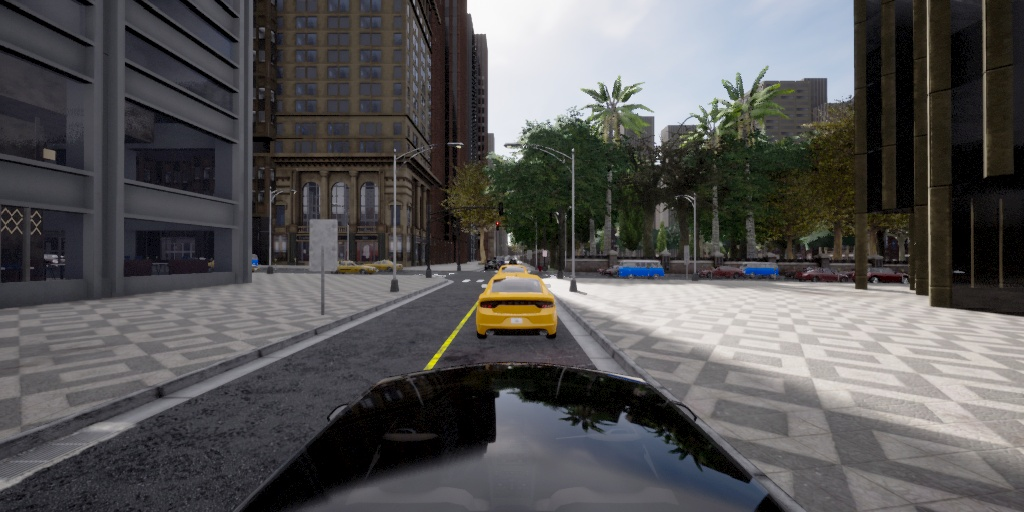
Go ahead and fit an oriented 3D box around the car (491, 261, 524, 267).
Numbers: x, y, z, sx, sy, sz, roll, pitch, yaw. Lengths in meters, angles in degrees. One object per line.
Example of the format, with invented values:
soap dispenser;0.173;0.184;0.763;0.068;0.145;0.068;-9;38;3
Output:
car;0.049;1.234;20.197;1.882;1.535;5.008;0;0;0

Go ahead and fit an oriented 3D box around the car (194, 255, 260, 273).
car;-26.304;0.866;33.433;4.829;1.417;1.751;0;0;0

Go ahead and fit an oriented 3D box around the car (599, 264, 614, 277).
car;12.655;1.565;39.041;5.357;1.411;2.033;1;0;0

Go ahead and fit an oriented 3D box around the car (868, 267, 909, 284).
car;34.047;1.778;33.036;4.097;1.591;1.967;0;0;0

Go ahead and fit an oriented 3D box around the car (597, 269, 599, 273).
car;11.998;1.604;41.707;4.207;1.307;1.802;0;0;0

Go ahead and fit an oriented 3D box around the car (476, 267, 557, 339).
car;0.115;1.229;10.136;1.882;1.535;5.008;0;0;0

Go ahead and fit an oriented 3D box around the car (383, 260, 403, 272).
car;-15.258;1.100;41.885;4.829;1.417;1.751;0;0;0

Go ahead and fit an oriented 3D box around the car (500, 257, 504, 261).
car;-2.902;1.360;62.774;1.812;1.442;4.674;0;0;0

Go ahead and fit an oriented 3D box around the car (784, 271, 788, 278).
car;33.059;1.902;38.899;5.357;1.411;2.033;1;0;1

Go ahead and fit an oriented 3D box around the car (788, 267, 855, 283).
car;28.523;1.829;33.072;4.207;1.307;1.802;0;0;0

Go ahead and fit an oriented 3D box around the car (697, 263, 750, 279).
car;22.615;1.708;38.976;4.674;1.442;1.812;1;0;0

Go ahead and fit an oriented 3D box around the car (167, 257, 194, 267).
car;-37.767;0.772;42.033;4.313;1.339;1.948;0;0;0

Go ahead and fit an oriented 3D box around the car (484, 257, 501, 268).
car;-2.958;1.310;51.741;1.837;1.490;4.892;0;-1;0

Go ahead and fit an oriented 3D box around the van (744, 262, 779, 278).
van;28.568;1.636;41.598;3.998;1.789;1.690;0;0;0

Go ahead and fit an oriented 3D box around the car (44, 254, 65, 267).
car;-43.486;0.506;33.545;4.097;1.591;1.967;0;0;0

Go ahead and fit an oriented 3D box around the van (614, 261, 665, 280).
van;11.953;1.314;33.181;3.998;1.789;1.690;0;0;0

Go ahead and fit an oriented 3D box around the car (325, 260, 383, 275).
car;-14.964;1.051;33.358;4.829;1.417;1.751;0;0;0
